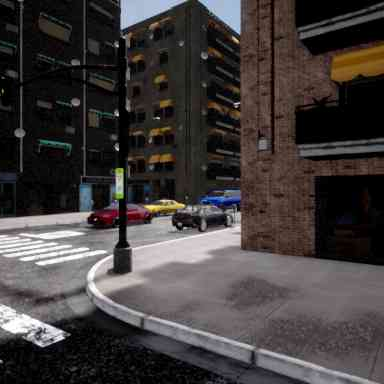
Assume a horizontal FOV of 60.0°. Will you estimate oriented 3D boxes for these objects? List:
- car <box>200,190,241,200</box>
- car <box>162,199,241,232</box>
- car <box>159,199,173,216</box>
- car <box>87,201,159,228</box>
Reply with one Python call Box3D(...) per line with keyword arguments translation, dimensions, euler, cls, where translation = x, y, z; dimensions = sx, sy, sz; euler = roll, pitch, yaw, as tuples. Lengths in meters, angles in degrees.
Box3D(translation=(2.705, 0.879, 30.247), dimensions=(2.150, 2.045, 5.566), euler=(0, 0, 36), cls="car")
Box3D(translation=(0.680, 1.333, 18.282), dimensions=(2.008, 1.369, 4.403), euler=(1, 1, 36), cls="car")
Box3D(translation=(-2.455, 1.252, 27.347), dimensions=(1.752, 1.417, 4.829), euler=(1, 1, 36), cls="car")
Box3D(translation=(-4.346, 1.368, 20.600), dimensions=(1.994, 1.385, 4.181), euler=(0, 1, 36), cls="car")
